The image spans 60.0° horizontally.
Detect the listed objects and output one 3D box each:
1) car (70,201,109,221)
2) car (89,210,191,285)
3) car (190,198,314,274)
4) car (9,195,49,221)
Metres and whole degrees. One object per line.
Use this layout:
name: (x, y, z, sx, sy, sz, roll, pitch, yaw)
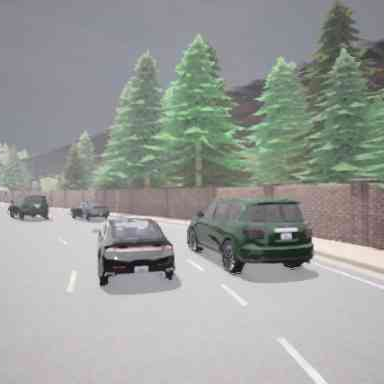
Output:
car: (-8.438, 1.522, 27.245, 2.128, 1.511, 4.902, 0, 0, -39)
car: (-1.794, 1.492, 9.654, 2.128, 1.511, 4.902, 0, 0, -16)
car: (1.550, 1.194, 10.814, 2.150, 2.045, 5.566, 0, 0, -17)
car: (-14.086, 1.295, 28.674, 2.150, 2.045, 5.566, -1, 0, -40)
